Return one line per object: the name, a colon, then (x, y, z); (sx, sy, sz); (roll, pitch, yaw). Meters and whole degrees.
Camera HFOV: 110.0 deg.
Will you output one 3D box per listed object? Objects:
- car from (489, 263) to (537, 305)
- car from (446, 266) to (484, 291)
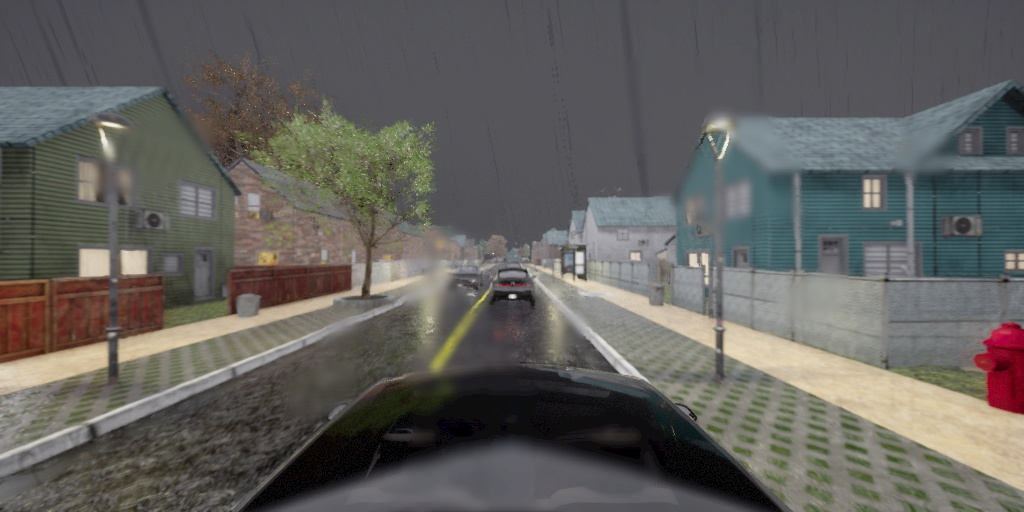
car: (0.045, 1.270, 16.013); (1.837, 1.490, 4.892); (0, 0, 1)
car: (-2.798, 1.323, 22.682); (2.033, 1.411, 5.357); (0, 0, 0)
